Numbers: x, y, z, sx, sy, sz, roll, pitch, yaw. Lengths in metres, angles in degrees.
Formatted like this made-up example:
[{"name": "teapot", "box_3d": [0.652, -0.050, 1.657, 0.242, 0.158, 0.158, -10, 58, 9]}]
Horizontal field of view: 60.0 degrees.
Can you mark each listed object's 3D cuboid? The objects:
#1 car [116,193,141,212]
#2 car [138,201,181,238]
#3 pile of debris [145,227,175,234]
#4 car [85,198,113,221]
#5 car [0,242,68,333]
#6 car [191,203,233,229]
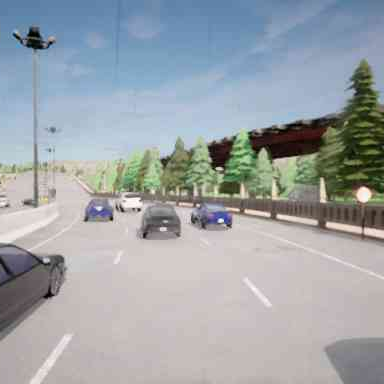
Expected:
[{"name": "car", "box_3d": [-7.045, 1.090, 36.734, 2.150, 2.045, 5.566, 0, 0, -21]}, {"name": "car", "box_3d": [-1.712, 1.434, 17.478, 1.837, 1.490, 4.892, 0, 0, -10]}, {"name": "pile of debris", "box_3d": [-1.784, 2.102, 18.287, 1.500, 0.140, 1.860, 0, 0, -11]}, {"name": "car", "box_3d": [-7.459, 1.267, 26.768, 2.097, 1.767, 4.553, 0, 0, -15]}, {"name": "car", "box_3d": [-3.679, 1.540, 5.351, 2.033, 1.411, 5.357, 0, 0, -4]}, {"name": "car", "box_3d": [1.165, 1.427, 20.851, 1.812, 1.442, 4.674, 0, 0, -12]}]
